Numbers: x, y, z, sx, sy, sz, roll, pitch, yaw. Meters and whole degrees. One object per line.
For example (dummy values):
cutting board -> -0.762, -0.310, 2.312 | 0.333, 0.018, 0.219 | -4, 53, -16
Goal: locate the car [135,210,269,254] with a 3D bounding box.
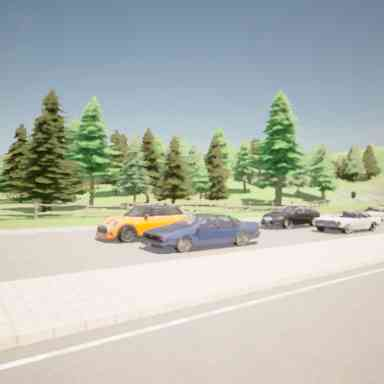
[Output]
car -> 0.552, 1.641, 14.205 | 5.357, 1.411, 2.033 | 1, 0, -35

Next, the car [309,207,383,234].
car -> 9.690, 1.816, 20.700 | 4.718, 1.301, 1.895 | 1, 0, -35

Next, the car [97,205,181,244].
car -> -2.316, 1.433, 16.457 | 4.553, 1.767, 2.097 | 1, 0, -35

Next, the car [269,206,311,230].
car -> 6.914, 1.697, 23.011 | 4.902, 1.511, 2.128 | 1, -1, -35

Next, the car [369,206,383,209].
car -> 15.904, 1.925, 29.323 | 4.718, 1.301, 1.895 | 1, 0, -35
